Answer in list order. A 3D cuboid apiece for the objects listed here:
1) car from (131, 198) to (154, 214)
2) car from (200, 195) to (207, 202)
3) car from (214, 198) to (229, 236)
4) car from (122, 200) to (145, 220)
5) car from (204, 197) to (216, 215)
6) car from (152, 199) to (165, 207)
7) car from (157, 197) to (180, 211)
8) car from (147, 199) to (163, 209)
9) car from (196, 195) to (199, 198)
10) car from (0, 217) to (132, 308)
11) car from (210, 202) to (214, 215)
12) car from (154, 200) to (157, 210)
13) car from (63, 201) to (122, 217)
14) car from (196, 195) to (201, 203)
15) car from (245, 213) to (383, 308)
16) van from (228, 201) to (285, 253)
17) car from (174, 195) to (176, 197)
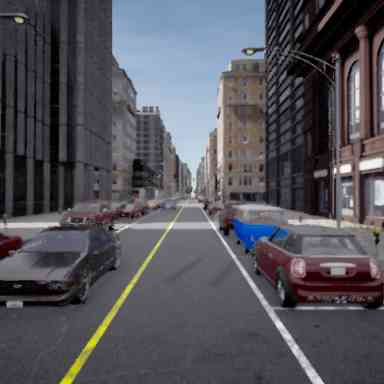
[{"bbox_3d":[-5.848,1.548,36.169,2.192,1.841,5.009,1,0,0],"label":"car"},{"bbox_3d":[2.677,1.622,47.410,2.192,1.841,5.009,1,0,0],"label":"car"},{"bbox_3d":[2.678,1.438,19.288,2.192,1.841,5.009,1,0,0],"label":"car"},{"bbox_3d":[-5.850,1.741,30.543,1.887,1.381,4.507,1,0,0],"label":"car"},{"bbox_3d":[2.676,1.673,36.160,1.967,1.590,4.097,1,0,0],"label":"car"},{"bbox_3d":[-5.851,1.906,58.496,1.752,1.417,4.829,1,0,0],"label":"car"},{"bbox_3d":[-3.090,1.782,44.963,2.128,1.511,4.902,0,0,0],"label":"car"},{"bbox_3d":[-5.851,1.889,53.041,1.887,1.381,4.507,1,0,0],"label":"car"},{"bbox_3d":[2.674,2.181,91.349,1.802,1.307,4.206,1,0,0],"label":"car"},{"bbox_3d":[-3.101,1.601,8.492,2.033,1.411,5.357,0,0,0],"label":"car"},{"bbox_3d":[2.675,1.710,24.911,2.008,1.369,4.403,1,0,0],"label":"car"},{"bbox_3d":[-5.850,1.832,47.247,1.752,1.417,4.829,1,0,0],"label":"car"},{"bbox_3d":[-5.848,1.438,19.296,2.192,1.841,5.009,1,0,0],"label":"car"},{"bbox_3d":[2.674,2.143,85.676,1.802,1.307,4.206,1,0,0],"label":"car"},{"bbox_3d":[2.677,1.491,8.039,1.967,1.590,4.097,1,0,0],"label":"car"},{"bbox_3d":[2.678,1.427,13.664,1.690,1.788,3.998,1,0,0],"label":"van"},{"bbox_3d":[-5.851,2.106,85.685,1.887,1.381,4.507,1,0,0],"label":"car"}]
